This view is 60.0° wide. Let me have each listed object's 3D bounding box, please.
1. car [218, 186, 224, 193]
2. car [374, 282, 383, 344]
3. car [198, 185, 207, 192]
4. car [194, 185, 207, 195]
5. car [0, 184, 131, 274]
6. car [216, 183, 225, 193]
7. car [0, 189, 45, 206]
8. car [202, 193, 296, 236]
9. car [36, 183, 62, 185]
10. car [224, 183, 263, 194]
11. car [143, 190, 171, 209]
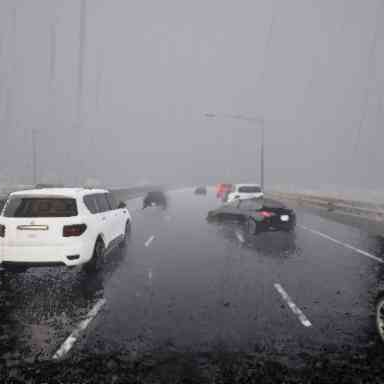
[{"bbox_3d":[4.183,0.419,35.472,1.994,1.385,4.181,0,2,2],"label":"car"},{"bbox_3d":[3.526,1.410,2.755,2.163,1.488,4.792,0,2,1],"label":"car"},{"bbox_3d":[2.369,-0.814,76.211,1.994,1.385,4.181,0,2,3],"label":"car"},{"bbox_3d":[1.401,-0.203,56.133,1.994,1.385,4.181,0,2,3],"label":"car"},{"bbox_3d":[-3.281,0.898,9.612,2.150,2.045,5.566,0,2,1],"label":"car"},{"bbox_3d":[4.542,-0.253,46.403,2.150,2.045,5.566,0,2,2],"label":"car"},{"bbox_3d":[-16.978,0.460,33.236,2.033,1.411,5.357,0,2,2],"label":"car"},{"bbox_3d":[2.591,0.998,15.291,2.163,1.488,4.792,-1,2,-28],"label":"car"},{"bbox_3d":[-13.543,0.206,30.876,2.150,2.045,5.566,0,2,1],"label":"car"},{"bbox_3d":[3.896,0.418,24.577,2.150,2.045,5.566,0,2,1],"label":"car"},{"bbox_3d":[-2.914,0.589,27.992,1.837,1.490,4.892,0,2,1],"label":"car"}]
